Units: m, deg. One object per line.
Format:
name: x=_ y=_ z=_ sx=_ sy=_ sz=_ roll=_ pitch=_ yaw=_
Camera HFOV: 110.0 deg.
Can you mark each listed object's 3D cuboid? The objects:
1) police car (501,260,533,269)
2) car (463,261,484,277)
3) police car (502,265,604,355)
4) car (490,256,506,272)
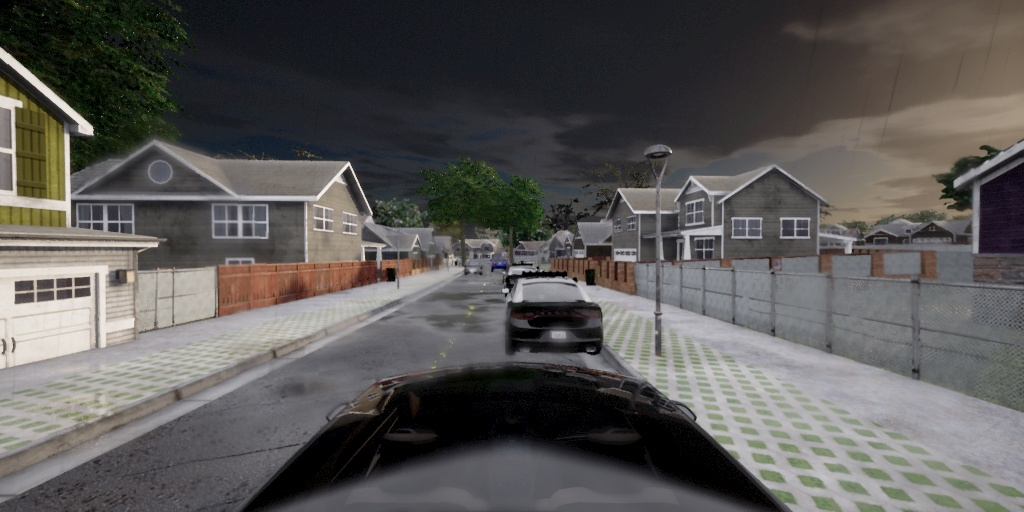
police car: x=0.536 y=1.184 z=18.877 sx=1.930 sy=1.638 sz=5.238 roll=0 pitch=0 yaw=-2
car: x=-3.948 y=1.297 z=37.101 sx=2.128 sy=1.511 sz=4.902 roll=0 pitch=0 yaw=-3
police car: x=0.783 y=1.175 z=8.832 sx=1.930 sy=1.638 sz=5.238 roll=0 pitch=0 yaw=-1
car: x=-1.672 y=1.048 z=47.443 sx=2.150 sy=2.045 sz=5.566 roll=0 pitch=0 yaw=-3
